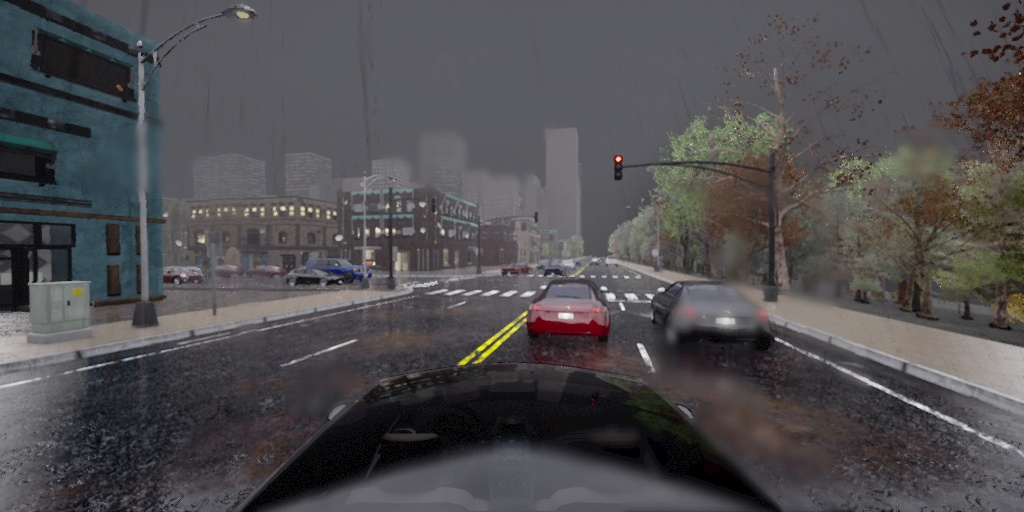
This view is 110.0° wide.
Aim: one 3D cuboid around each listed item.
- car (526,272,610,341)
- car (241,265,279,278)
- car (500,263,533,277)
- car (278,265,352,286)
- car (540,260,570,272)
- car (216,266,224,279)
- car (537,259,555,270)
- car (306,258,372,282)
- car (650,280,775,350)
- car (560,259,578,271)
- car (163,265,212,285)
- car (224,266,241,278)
[{"bbox_3d":[1.673,1.312,9.992,1.994,1.385,4.181,0,0,13],"label":"car"},{"bbox_3d":[-26.268,1.655,38.481,4.207,1.307,1.802,0,0,14],"label":"car"},{"bbox_3d":[0.523,1.342,36.065,1.895,1.301,4.718,0,0,21],"label":"car"},{"bbox_3d":[-14.771,1.564,26.960,4.313,1.339,1.948,0,0,14],"label":"car"},{"bbox_3d":[4.267,1.342,35.164,1.895,1.301,4.718,0,0,13],"label":"car"},{"bbox_3d":[-30.046,1.638,33.435,5.008,1.535,1.882,-1,0,14],"label":"car"},{"bbox_3d":[4.769,1.238,51.169,1.837,1.490,4.892,0,0,14],"label":"car"},{"bbox_3d":[-14.422,1.196,29.659,5.566,2.045,2.150,-1,0,14],"label":"car"},{"bbox_3d":[4.837,1.312,9.247,1.994,1.385,4.181,0,0,13],"label":"car"},{"bbox_3d":[7.814,1.259,49.870,1.812,1.442,4.674,0,0,14],"label":"car"},{"bbox_3d":[-28.232,1.598,30.334,4.097,1.591,1.967,0,0,14],"label":"car"},{"bbox_3d":[-31.648,1.718,39.780,4.207,1.307,1.802,0,0,14],"label":"car"}]
